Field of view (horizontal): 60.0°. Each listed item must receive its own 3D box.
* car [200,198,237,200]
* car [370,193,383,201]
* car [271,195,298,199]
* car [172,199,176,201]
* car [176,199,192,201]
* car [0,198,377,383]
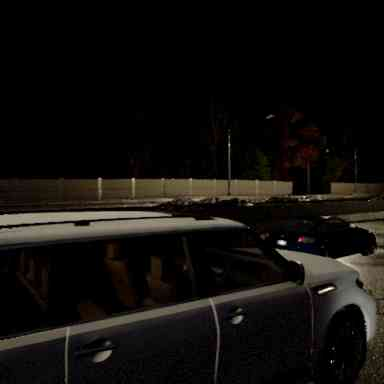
[{"bbox_3d":[3.349,1.329,27.868,4.892,1.490,1.837,-1,0,-35],"label":"car"},{"bbox_3d":[32.381,0.986,57.055,4.674,1.442,1.812,-1,0,-35],"label":"car"},{"bbox_3d":[6.702,1.161,25.958,4.553,1.767,2.097,-1,0,-35],"label":"car"},{"bbox_3d":[-1.117,1.375,33.284,5.357,1.411,2.033,-1,0,-35],"label":"car"},{"bbox_3d":[1.437,1.314,30.802,4.902,1.511,2.128,-1,0,-35],"label":"car"},{"bbox_3d":[-0.338,1.206,3.500,5.566,2.045,2.150,-1,0,-36],"label":"car"}]
